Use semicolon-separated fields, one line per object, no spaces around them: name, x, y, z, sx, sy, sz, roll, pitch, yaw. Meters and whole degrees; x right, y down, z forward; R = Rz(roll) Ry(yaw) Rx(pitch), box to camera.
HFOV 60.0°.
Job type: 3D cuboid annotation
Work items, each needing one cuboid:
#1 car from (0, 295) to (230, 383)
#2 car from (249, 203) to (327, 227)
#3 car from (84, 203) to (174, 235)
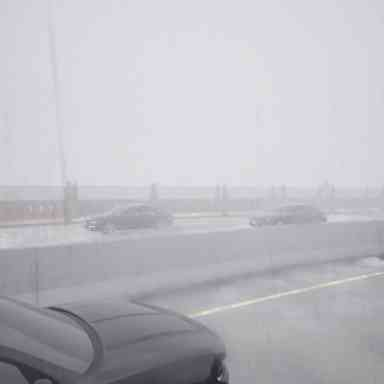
car;-1.939;1.463;2.231;5.008;1.535;1.882;0;0;-36
car;5.529;1.422;19.068;4.892;1.490;1.837;0;0;-26
car;-3.346;1.415;18.190;4.892;1.490;1.837;0;0;-31
